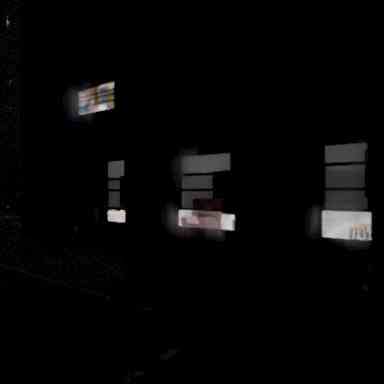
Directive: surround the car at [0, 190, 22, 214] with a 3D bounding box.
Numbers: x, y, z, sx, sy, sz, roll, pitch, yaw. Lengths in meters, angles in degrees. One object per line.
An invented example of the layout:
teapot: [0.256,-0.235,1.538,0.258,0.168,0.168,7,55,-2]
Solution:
car: [-13.185,0.627,27.816,2.150,2.045,5.566,0,1,36]
